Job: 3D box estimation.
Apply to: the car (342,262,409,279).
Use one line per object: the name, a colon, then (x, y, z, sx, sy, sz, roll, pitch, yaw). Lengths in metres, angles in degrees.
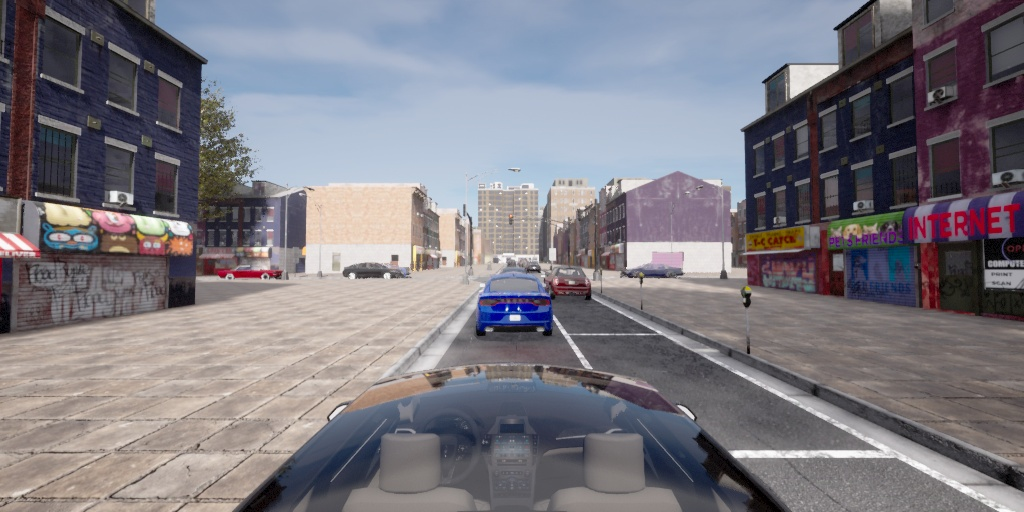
car: (-11.519, 1.272, 29.903, 4.892, 1.490, 1.837, 0, -2, 2)

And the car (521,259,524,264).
car: (2.614, 1.455, 50.030, 1.948, 1.339, 4.313, 0, 0, 0)

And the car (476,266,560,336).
car: (0.036, 1.234, 10.496, 1.882, 1.535, 5.008, 0, 0, -1)

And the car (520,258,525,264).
car: (2.612, 1.451, 55.636, 1.751, 1.417, 4.829, 0, 0, 0)

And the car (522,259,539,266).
car: (2.617, 1.422, 44.594, 1.948, 1.339, 4.313, 0, 0, 0)

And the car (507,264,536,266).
car: (0.092, 1.293, 18.049, 1.812, 1.442, 4.674, 0, 0, 0)

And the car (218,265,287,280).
car: (-21.517, 1.438, 29.947, 4.718, 1.301, 1.895, -1, -2, 0)

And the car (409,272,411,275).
car: (-12.103, 1.413, 32.845, 5.357, 1.411, 2.033, 0, -2, 0)

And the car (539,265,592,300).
car: (2.628, 1.207, 17.850, 1.967, 1.591, 4.097, 0, 0, 0)

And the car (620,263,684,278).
car: (12.728, 1.365, 32.698, 5.357, 1.411, 2.033, 0, -2, 0)
